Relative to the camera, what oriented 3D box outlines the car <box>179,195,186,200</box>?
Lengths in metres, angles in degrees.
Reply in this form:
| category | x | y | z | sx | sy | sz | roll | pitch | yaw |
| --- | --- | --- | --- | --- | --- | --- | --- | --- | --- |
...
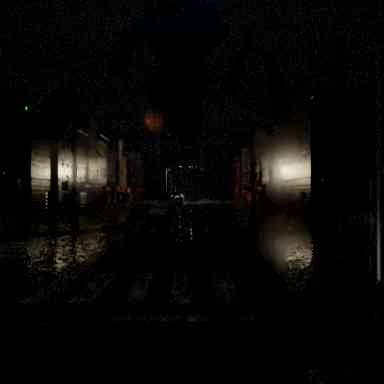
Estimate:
| category | x | y | z | sx | sy | sz | roll | pitch | yaw |
| --- | --- | --- | --- | --- | --- | --- | --- | --- | --- |
| car | -2.747 | 1.638 | 94.655 | 1.947 | 1.339 | 4.313 | 0 | 0 | 0 |

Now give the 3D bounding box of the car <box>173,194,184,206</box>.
| category | x | y | z | sx | sy | sz | roll | pitch | yaw |
| --- | --- | --- | --- | --- | --- | --- | --- | --- | --- |
| car | -2.692 | 1.432 | 49.812 | 1.967 | 1.590 | 4.097 | 0 | 0 | 0 |

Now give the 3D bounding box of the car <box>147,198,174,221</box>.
| category | x | y | z | sx | sy | sz | roll | pitch | yaw |
| --- | --- | --- | --- | --- | --- | --- | --- | --- | --- |
| car | -2.664 | 1.505 | 27.221 | 1.752 | 1.417 | 4.829 | 0 | 0 | 0 |

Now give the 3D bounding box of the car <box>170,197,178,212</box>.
| category | x | y | z | sx | sy | sz | roll | pitch | yaw |
| --- | --- | --- | --- | --- | --- | --- | --- | --- | --- |
| car | -2.671 | 1.525 | 32.995 | 1.887 | 1.381 | 4.507 | 0 | 0 | 0 |

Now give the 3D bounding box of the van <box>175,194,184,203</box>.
| category | x | y | z | sx | sy | sz | roll | pitch | yaw |
| --- | --- | --- | --- | --- | --- | --- | --- | --- | --- |
| van | -2.718 | 1.366 | 72.233 | 1.690 | 1.788 | 3.998 | 0 | 0 | 0 |

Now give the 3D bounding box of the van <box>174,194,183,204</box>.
| category | x | y | z | sx | sy | sz | roll | pitch | yaw |
| --- | --- | --- | --- | --- | --- | --- | --- | --- | --- |
| van | -2.711 | 1.356 | 66.628 | 1.690 | 1.788 | 3.998 | 0 | 0 | 0 |

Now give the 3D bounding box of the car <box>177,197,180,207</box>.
| category | x | y | z | sx | sy | sz | roll | pitch | yaw |
| --- | --- | --- | --- | --- | --- | --- | --- | --- | --- |
| car | -2.678 | 1.565 | 38.601 | 1.802 | 1.307 | 4.206 | 0 | 0 | 0 |
